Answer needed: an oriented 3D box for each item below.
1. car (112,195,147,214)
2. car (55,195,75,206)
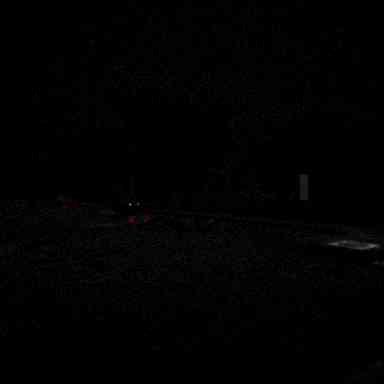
[{"bbox_3d":[-6.430,1.226,33.692,2.097,1.767,4.553,-2,1,-35],"label":"car"},{"bbox_3d":[-20.287,1.254,53.113,2.097,1.767,4.553,-2,1,-35],"label":"car"}]
